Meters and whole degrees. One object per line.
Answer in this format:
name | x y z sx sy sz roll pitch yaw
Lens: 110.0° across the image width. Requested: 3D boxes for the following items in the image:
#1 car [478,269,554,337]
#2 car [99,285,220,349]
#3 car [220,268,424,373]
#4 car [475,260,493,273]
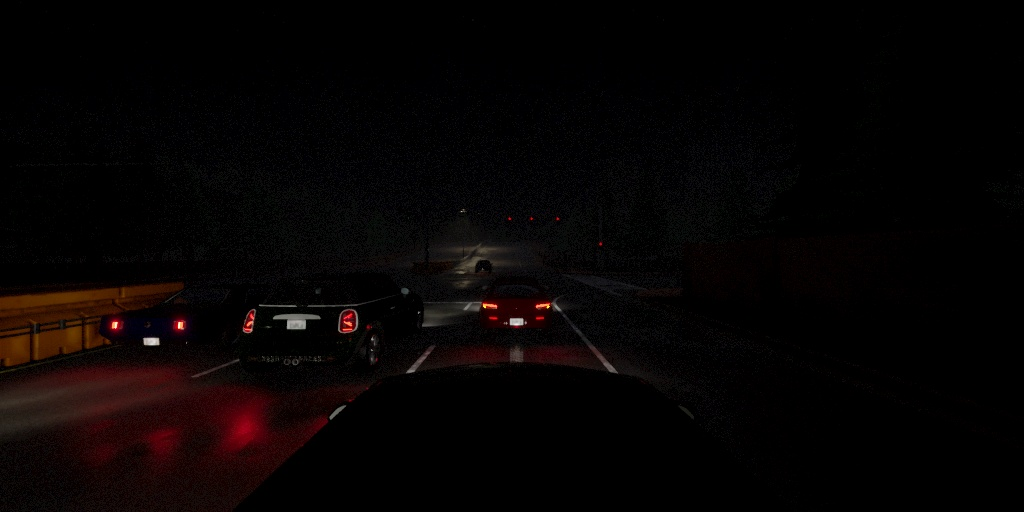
car | 0.100 1.276 10.164 1.812 1.442 4.674 0 0 0
car | -6.900 1.351 9.090 1.895 1.301 4.718 0 0 0
car | -3.398 1.102 7.775 2.097 1.767 4.553 0 0 0
car | -3.397 1.255 43.896 1.837 1.490 4.892 0 0 0
